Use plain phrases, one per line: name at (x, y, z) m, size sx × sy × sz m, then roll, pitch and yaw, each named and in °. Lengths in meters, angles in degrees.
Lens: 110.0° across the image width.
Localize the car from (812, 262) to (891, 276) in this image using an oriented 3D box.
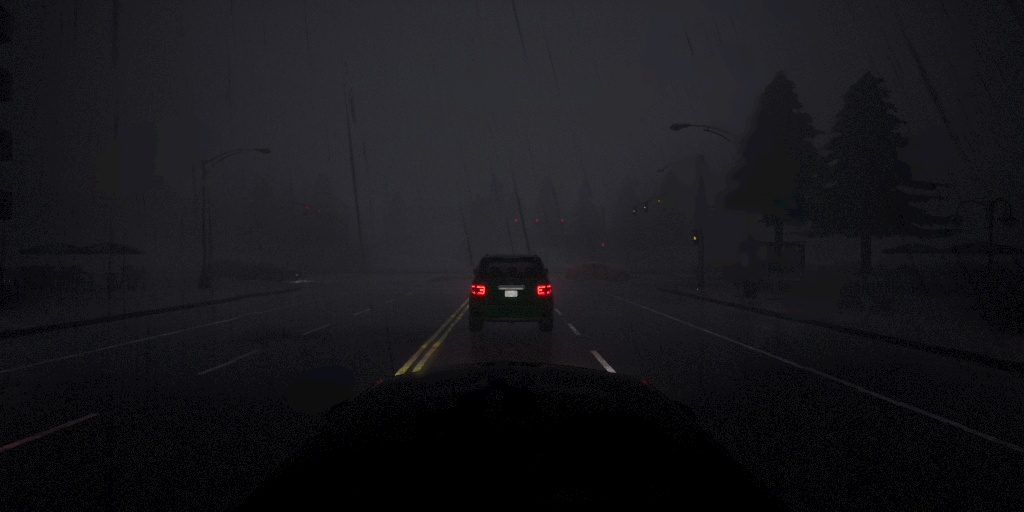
car at (32.691, 1.242, 34.680) m, size 5.357 × 1.411 × 2.033 m, roll 0°, pitch 0°, yaw 1°

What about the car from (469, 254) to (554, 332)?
car at (-0.022, 0.971, 11.024) m, size 2.150 × 2.045 × 5.566 m, roll 0°, pitch 0°, yaw 0°

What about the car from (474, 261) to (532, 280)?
car at (-0.755, 1.226, 30.803) m, size 4.892 × 1.490 × 1.837 m, roll 0°, pitch 0°, yaw -1°

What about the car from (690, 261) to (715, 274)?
car at (21.491, 1.220, 38.176) m, size 4.674 × 1.442 × 1.812 m, roll 0°, pitch 0°, yaw 0°

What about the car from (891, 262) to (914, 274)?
car at (39.727, 1.295, 37.662) m, size 4.718 × 1.301 × 1.895 m, roll 0°, pitch 0°, yaw 7°

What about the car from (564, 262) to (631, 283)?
car at (6.483, 1.201, 27.364) m, size 5.008 × 1.535 × 1.882 m, roll 0°, pitch 0°, yaw -1°

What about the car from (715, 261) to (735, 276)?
car at (22.940, 1.186, 34.681) m, size 4.902 × 1.511 × 2.128 m, roll 0°, pitch 0°, yaw 0°

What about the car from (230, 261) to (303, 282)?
car at (-18.289, 1.259, 27.142) m, size 4.181 × 1.385 × 1.994 m, roll 0°, pitch 0°, yaw -1°

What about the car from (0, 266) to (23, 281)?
car at (-39.492, 1.295, 26.555) m, size 4.718 × 1.301 × 1.895 m, roll 0°, pitch 0°, yaw -10°

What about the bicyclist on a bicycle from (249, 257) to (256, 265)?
bicyclist on a bicycle at (-30.106, 0.995, 41.533) m, size 0.582 × 1.620 × 1.656 m, roll 0°, pitch 0°, yaw -1°

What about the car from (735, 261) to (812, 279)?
car at (22.499, 1.199, 31.011) m, size 4.892 × 1.490 × 1.837 m, roll 0°, pitch 0°, yaw 0°

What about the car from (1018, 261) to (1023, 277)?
car at (42.297, 1.242, 30.157) m, size 5.357 × 1.411 × 2.033 m, roll 0°, pitch 0°, yaw 12°

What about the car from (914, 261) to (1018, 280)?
car at (34.614, 1.172, 27.458) m, size 5.008 × 1.535 × 1.882 m, roll 0°, pitch 0°, yaw 2°

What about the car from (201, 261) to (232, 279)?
car at (-23.542, 1.172, 30.580) m, size 5.008 × 1.535 × 1.882 m, roll 0°, pitch 0°, yaw -1°
